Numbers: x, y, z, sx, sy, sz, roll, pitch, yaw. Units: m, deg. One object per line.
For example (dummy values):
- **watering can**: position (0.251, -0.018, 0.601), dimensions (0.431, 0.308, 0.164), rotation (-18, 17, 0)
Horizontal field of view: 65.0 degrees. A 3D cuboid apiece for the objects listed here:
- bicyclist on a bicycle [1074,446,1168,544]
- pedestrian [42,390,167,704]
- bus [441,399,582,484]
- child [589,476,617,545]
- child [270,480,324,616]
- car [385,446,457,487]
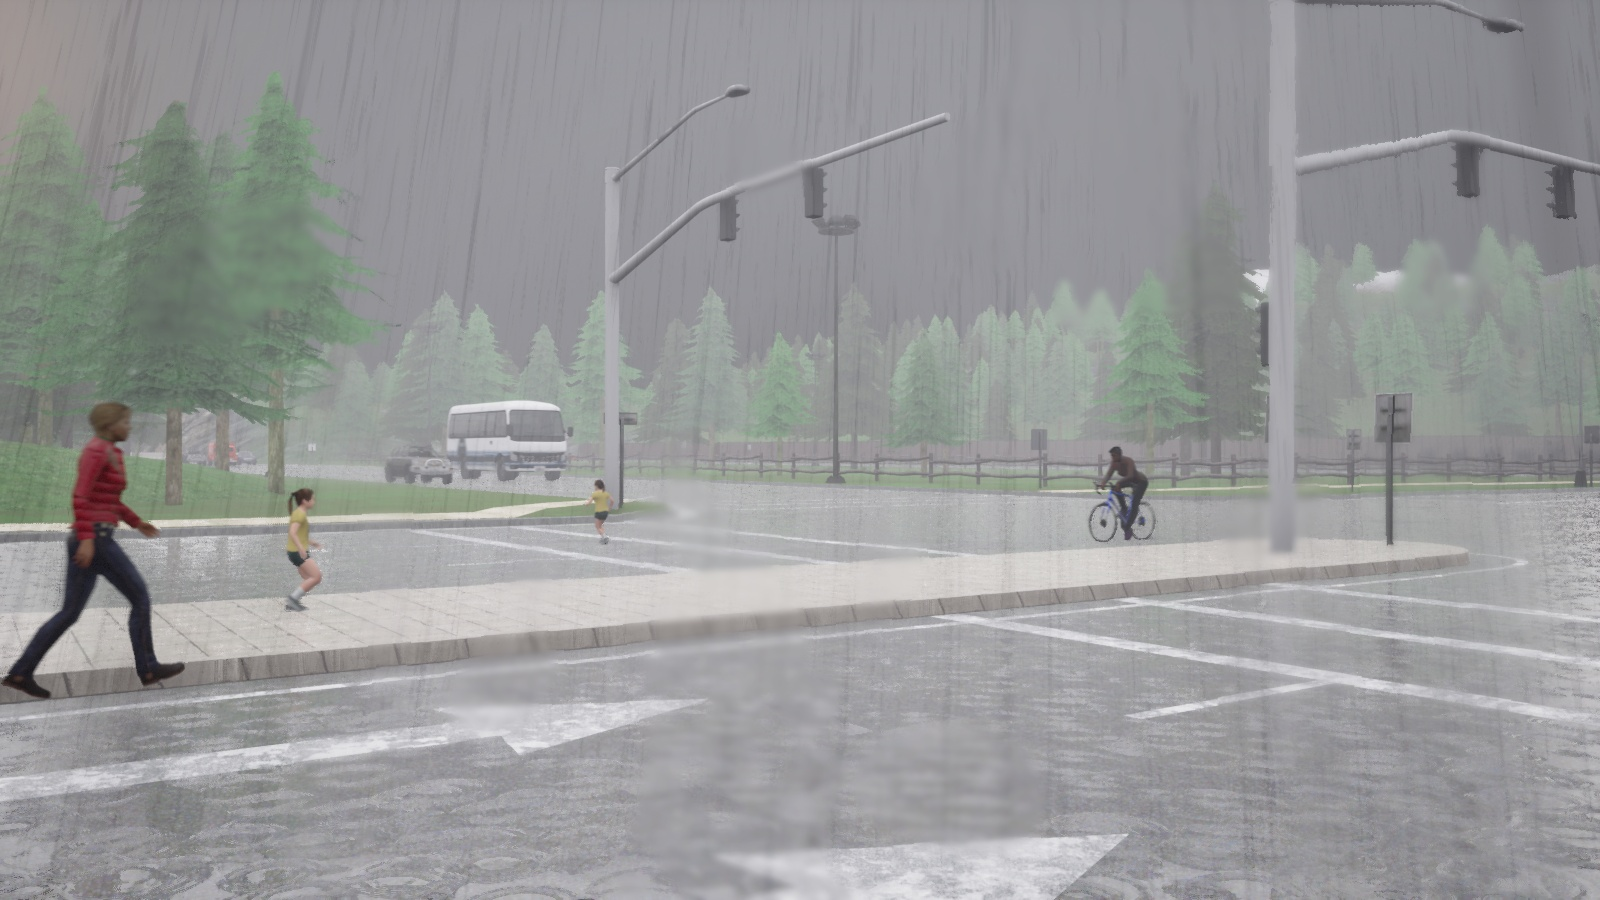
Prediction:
- **bicyclist on a bicycle**: position (5.460, 0.738, 21.344), dimensions (1.656, 1.620, 0.582), rotation (0, 0, -34)
- **pedestrian**: position (-4.263, 0.570, 7.700), dimensions (0.636, 1.846, 0.331), rotation (0, 0, -34)
- **bus**: position (-15.827, -0.431, 68.159), dimensions (3.944, 4.253, 10.273), rotation (0, 0, -34)
- **child**: position (-3.211, 0.981, 20.434), dimensions (0.394, 1.110, 0.255), rotation (0, 0, 43)
- **child**: position (-4.226, 0.816, 10.549), dimensions (0.394, 1.110, 0.255), rotation (0, 0, -26)
- **car**: position (-17.675, 0.742, 58.465), dimensions (1.932, 1.855, 4.605), rotation (0, 0, -34)
